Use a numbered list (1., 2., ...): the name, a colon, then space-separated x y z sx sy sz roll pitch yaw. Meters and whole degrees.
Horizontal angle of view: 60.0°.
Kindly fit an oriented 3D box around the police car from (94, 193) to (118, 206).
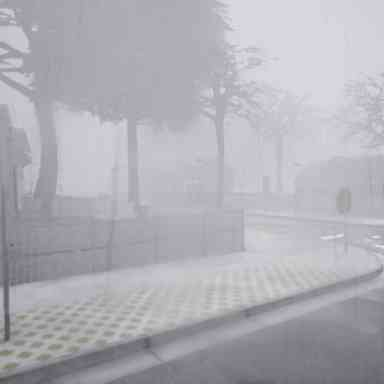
1. police car: -10.460 0.978 40.538 2.038 1.542 4.974 -1 1 -35
